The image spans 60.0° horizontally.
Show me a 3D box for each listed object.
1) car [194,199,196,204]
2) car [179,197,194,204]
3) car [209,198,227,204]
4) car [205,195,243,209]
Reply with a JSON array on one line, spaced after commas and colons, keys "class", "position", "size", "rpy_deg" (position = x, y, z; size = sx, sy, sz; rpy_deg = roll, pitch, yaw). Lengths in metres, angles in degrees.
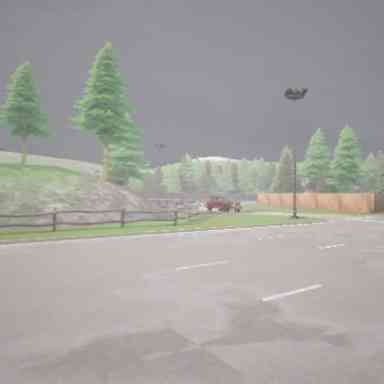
[{"class": "car", "position": [-0.452, 1.786, 62.796], "size": [1.882, 1.535, 5.008], "rpy_deg": [0, 0, 11]}, {"class": "car", "position": [-1.014, 1.568, 56.857], "size": [1.837, 1.490, 4.892], "rpy_deg": [1, 0, 1]}, {"class": "car", "position": [6.176, 2.081, 78.473], "size": [2.128, 1.511, 4.902], "rpy_deg": [0, -1, 37]}, {"class": "car", "position": [3.910, 1.420, 41.824], "size": [2.150, 2.045, 5.566], "rpy_deg": [1, -1, -34]}]
